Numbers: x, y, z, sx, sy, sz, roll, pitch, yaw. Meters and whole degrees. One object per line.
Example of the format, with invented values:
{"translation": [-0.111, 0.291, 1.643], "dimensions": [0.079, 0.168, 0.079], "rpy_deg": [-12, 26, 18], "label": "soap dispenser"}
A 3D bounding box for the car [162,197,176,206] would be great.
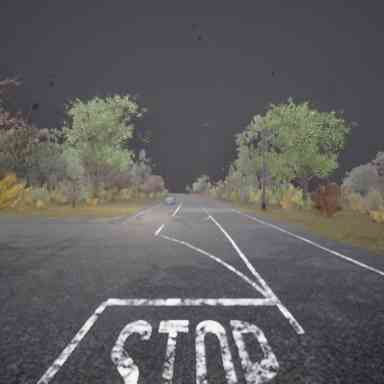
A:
{"translation": [-3.734, 1.528, 55.476], "dimensions": [1.812, 1.442, 4.674], "rpy_deg": [0, 0, -1], "label": "car"}
